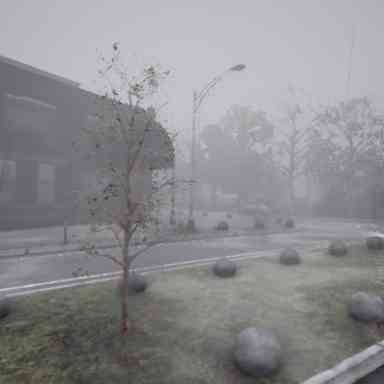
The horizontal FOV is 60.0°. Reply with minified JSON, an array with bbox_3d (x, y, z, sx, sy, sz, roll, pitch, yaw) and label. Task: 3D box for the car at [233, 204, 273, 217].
[{"bbox_3d":[6.995,2.102,38.500,4.674,1.442,1.812,1,-1,34],"label":"car"}]
